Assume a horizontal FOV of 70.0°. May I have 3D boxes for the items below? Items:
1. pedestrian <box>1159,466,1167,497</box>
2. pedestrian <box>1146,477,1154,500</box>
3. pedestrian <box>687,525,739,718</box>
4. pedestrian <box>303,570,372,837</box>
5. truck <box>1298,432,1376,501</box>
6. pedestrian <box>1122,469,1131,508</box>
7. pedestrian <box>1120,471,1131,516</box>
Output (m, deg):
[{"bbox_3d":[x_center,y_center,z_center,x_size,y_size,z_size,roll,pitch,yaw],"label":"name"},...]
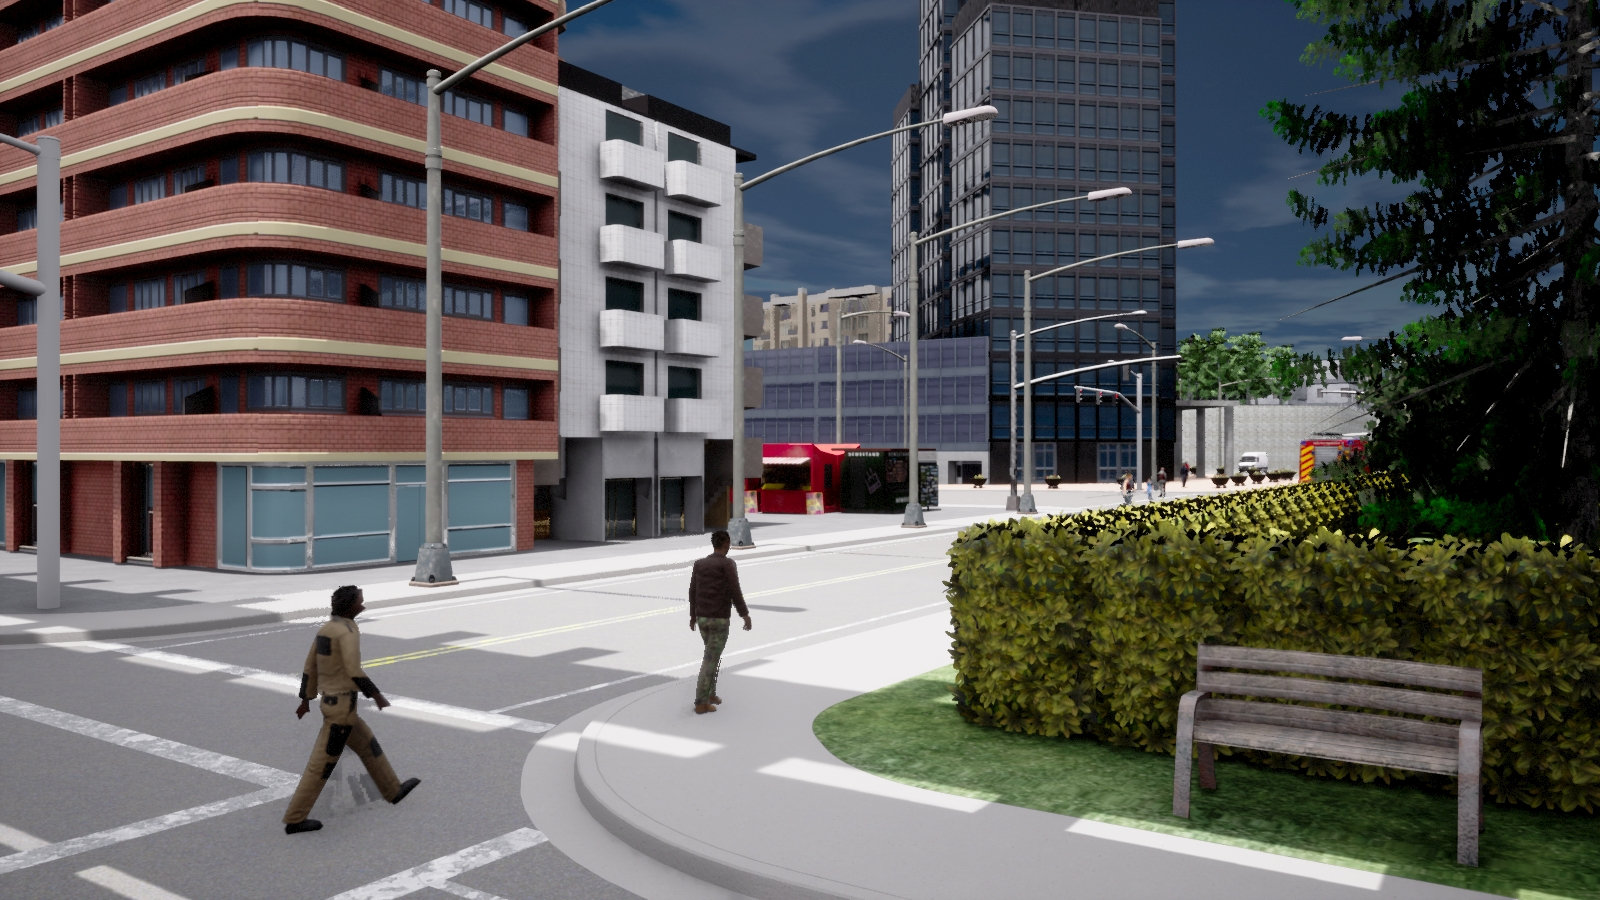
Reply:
[{"bbox_3d":[21.839,1.889,68.807,0.375,1.860,0.375,0,0,34],"label":"pedestrian"},{"bbox_3d":[19.800,2.170,64.662,0.375,1.300,0.375,0,0,33],"label":"pedestrian"},{"bbox_3d":[-0.873,1.698,11.478,0.375,1.860,0.375,0,0,35],"label":"pedestrian"},{"bbox_3d":[-3.432,1.848,8.475,0.375,1.860,0.375,0,0,-41],"label":"pedestrian"},{"bbox_3d":[31.709,0.904,67.261,2.891,3.827,8.468,0,0,34],"label":"truck"},{"bbox_3d":[15.836,1.875,55.397,0.375,1.860,0.375,0,0,27],"label":"pedestrian"},{"bbox_3d":[13.869,1.848,48.677,0.375,1.860,0.375,0,0,34],"label":"pedestrian"}]
